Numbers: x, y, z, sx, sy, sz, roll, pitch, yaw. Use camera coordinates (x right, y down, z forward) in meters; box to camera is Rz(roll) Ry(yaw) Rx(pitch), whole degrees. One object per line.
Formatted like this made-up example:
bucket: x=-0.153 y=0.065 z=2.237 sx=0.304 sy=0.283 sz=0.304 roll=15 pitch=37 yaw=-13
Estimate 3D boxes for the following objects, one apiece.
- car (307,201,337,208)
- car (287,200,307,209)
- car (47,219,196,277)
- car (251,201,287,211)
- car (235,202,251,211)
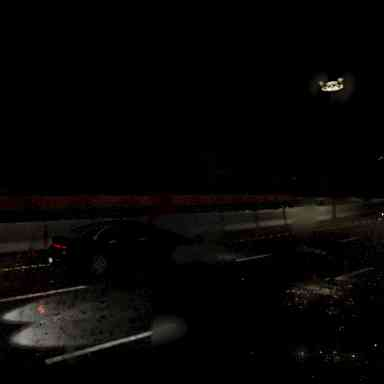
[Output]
car: x=17.567 y=1.947 z=43.983 sx=2.033 sy=1.411 sz=5.357 roll=-1 pitch=-1 yaw=41
car: x=14.882 y=1.955 z=46.283 sx=1.837 sy=1.490 sz=4.892 roll=-1 pitch=-1 yaw=41
car: x=-2.079 y=1.663 z=10.886 sx=4.892 sy=1.490 sz=1.837 roll=0 pitch=0 yaw=-37
car: x=10.996 y=1.986 z=47.159 sx=2.128 sy=1.511 sz=4.902 roll=-1 pitch=-1 yaw=41
car: x=8.174 y=2.107 z=49.240 sx=1.994 sy=1.385 sz=4.181 roll=-1 pitch=-1 yaw=42
